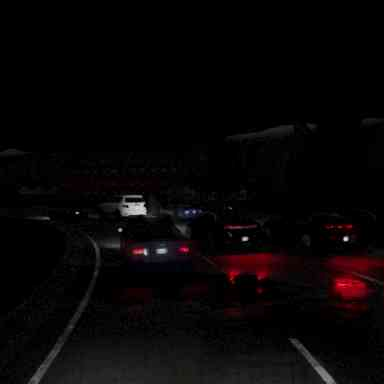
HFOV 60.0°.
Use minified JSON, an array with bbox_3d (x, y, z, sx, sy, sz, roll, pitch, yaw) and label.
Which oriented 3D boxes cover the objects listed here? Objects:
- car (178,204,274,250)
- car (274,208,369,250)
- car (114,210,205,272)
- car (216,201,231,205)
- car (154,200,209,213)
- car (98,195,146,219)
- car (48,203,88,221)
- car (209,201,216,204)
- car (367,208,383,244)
[{"bbox_3d":[1.196,1.494,14.394,2.128,1.511,4.902,0,0,-18],"label":"car"},{"bbox_3d":[4.854,1.500,14.385,1.837,1.490,4.892,0,-1,-17],"label":"car"},{"bbox_3d":[-1.363,1.554,10.893,2.033,1.411,5.357,0,0,-14],"label":"car"},{"bbox_3d":[2.495,1.574,34.131,1.994,1.385,4.181,0,0,-37],"label":"car"},{"bbox_3d":[-1.261,1.560,27.207,2.033,1.411,5.357,0,0,-35],"label":"car"},{"bbox_3d":[-5.883,1.242,27.617,2.150,2.045,5.566,0,0,-38],"label":"car"},{"bbox_3d":[-10.194,1.587,27.218,1.994,1.385,4.181,0,0,-41],"label":"car"},{"bbox_3d":[-0.272,1.520,32.011,1.837,1.490,4.892,0,0,-37],"label":"car"},{"bbox_3d":[8.232,1.488,15.940,2.128,1.511,4.902,0,0,-16],"label":"car"}]
